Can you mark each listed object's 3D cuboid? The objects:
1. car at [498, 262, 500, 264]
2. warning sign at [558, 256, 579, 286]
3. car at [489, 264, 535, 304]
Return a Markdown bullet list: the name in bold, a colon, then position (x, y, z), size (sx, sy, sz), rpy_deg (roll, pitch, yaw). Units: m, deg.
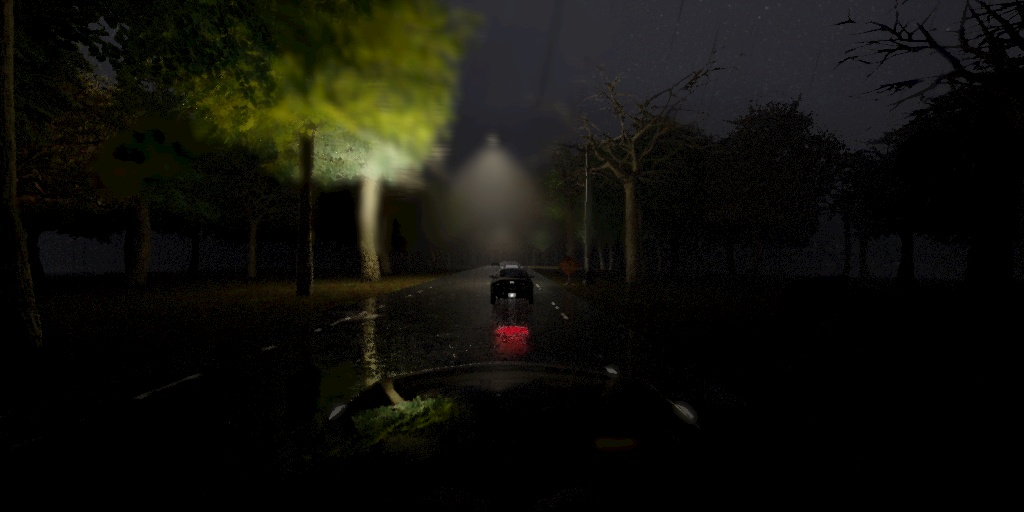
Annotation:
- **car**: position (0.000, 1.386, 31.510), size (1.994, 1.385, 4.181), rpy_deg (0, 0, 0)
- **warning sign**: position (3.550, 0.900, 22.220), size (1.300, 1.860, 1.060), rpy_deg (0, 0, 0)
- **car**: position (0.000, 1.288, 16.505), size (1.837, 1.490, 4.892), rpy_deg (0, 0, 0)
